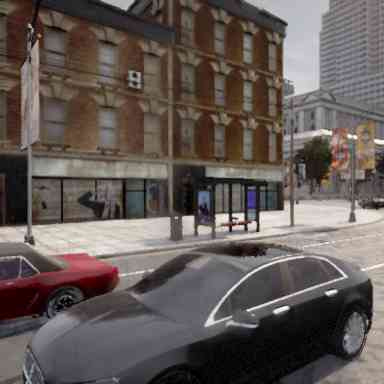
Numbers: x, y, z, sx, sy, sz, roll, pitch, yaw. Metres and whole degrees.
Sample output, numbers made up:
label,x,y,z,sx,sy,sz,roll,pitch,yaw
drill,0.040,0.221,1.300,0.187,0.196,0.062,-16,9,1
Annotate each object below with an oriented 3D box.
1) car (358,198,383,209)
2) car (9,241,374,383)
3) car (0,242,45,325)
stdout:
label,x,y,z,sx,sy,sz,roll,pitch,yaw
car,23.664,1.479,43.151,2.033,1.411,5.357,0,0,-2
car,0.514,1.500,4.372,4.892,1.490,1.837,0,0,-36
car,-3.769,1.601,5.602,4.718,1.301,1.895,0,0,-35
